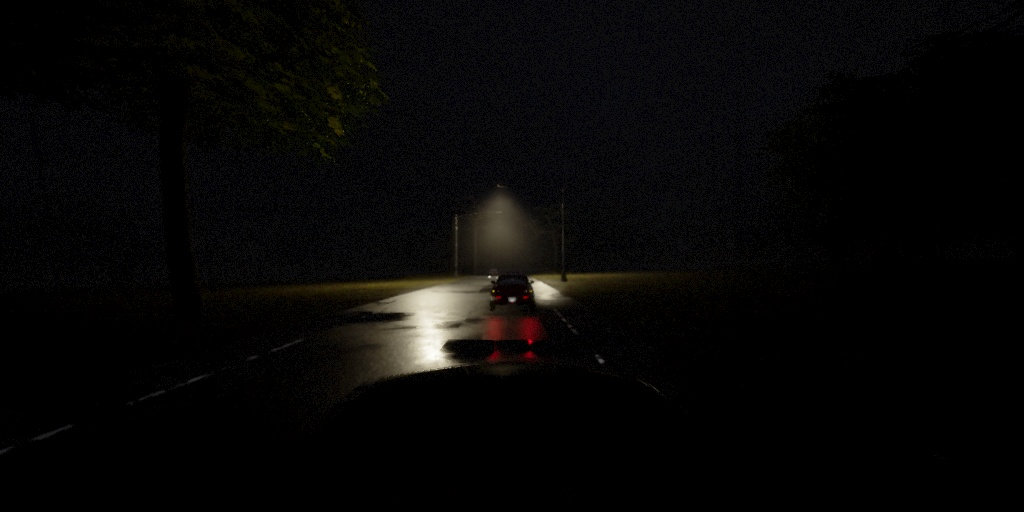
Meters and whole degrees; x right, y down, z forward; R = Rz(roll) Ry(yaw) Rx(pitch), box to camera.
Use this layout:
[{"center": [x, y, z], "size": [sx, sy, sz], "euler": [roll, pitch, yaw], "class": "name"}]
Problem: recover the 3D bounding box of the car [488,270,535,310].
[{"center": [0.034, 1.509, 15.833], "size": [1.812, 1.442, 4.674], "euler": [0, -1, 1], "class": "car"}]
